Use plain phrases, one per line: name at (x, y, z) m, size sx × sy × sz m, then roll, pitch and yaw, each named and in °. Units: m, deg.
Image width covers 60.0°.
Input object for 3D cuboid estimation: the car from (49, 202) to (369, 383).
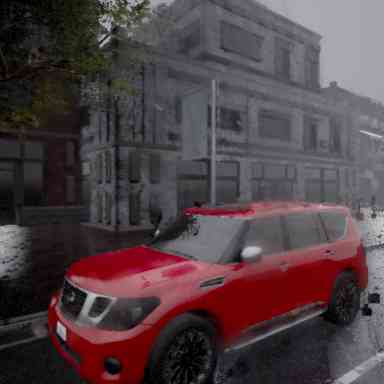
car at (0.724, 1.215, 5.442) m, size 5.566 × 2.045 × 2.150 m, roll 0°, pitch 0°, yaw -37°
